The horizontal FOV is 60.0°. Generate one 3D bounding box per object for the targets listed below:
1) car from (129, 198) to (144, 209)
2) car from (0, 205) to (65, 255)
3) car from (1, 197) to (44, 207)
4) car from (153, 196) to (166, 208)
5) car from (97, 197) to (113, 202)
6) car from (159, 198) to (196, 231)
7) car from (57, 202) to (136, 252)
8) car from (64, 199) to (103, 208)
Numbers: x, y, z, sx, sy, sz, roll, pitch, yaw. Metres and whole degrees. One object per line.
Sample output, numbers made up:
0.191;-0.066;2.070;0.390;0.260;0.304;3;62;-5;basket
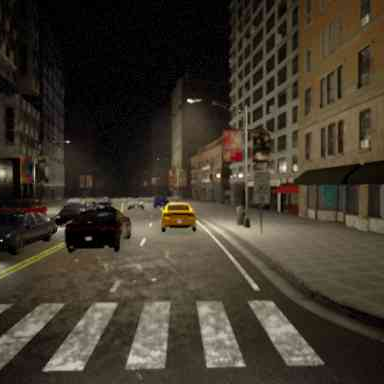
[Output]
-6.906;1.423;41.106;1.895;1.301;4.718;0;0;-10;car
-7.086;1.491;13.305;2.033;1.411;5.357;0;0;-4;car
-11.028;1.264;21.597;2.097;1.767;4.553;0;0;-6;car
-4.197;1.280;44.290;1.882;1.535;5.008;0;0;-10;car
-9.501;1.342;35.679;2.128;1.511;4.902;0;0;-9;car
-0.863;1.381;19.771;1.882;1.535;5.008;0;0;-5;car
-3.660;1.414;13.714;1.882;1.535;5.008;0;0;-4;car
-7.930;1.446;23.343;2.033;1.411;5.357;0;0;-6;car
